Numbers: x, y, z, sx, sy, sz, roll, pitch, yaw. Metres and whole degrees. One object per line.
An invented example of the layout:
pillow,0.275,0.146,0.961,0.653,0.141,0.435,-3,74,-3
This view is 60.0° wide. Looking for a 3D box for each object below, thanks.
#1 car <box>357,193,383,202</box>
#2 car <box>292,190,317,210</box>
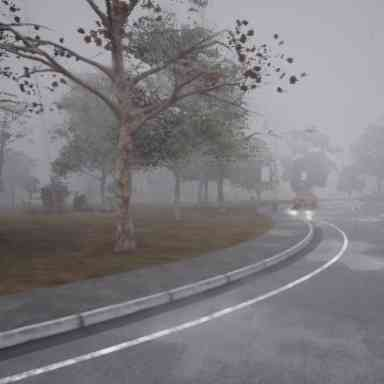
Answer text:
car,27.029,0.813,49.976,4.181,1.385,1.994,-1,1,-14
car,12.721,0.834,37.328,2.150,2.045,5.566,-1,0,25
